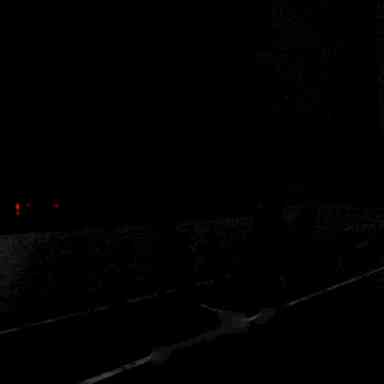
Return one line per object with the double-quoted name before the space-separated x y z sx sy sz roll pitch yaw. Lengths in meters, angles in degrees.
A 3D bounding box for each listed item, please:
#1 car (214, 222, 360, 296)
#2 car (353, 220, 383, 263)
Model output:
"car" 2.541 1.695 9.105 4.507 1.381 1.887 0 -2 -41
"car" 6.623 1.737 12.605 4.206 1.307 1.802 0 -2 -41
